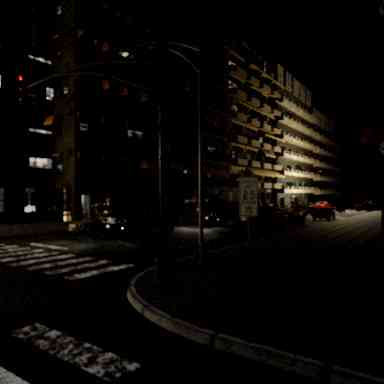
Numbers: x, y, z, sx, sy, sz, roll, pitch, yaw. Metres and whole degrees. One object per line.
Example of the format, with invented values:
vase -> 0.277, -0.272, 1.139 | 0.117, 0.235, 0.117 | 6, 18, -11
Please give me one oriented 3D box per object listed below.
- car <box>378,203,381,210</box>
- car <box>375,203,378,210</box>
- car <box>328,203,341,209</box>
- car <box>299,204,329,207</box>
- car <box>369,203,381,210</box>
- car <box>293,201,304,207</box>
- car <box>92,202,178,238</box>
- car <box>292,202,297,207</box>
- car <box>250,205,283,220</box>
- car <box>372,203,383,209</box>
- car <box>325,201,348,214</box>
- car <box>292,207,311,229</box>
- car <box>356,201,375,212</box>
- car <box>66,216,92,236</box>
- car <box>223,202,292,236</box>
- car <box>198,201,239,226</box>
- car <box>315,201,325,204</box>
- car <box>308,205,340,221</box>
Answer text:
car -> 36.812, 3.033, 68.172 | 1.947, 1.339, 4.313 | -2, -2, 35
car -> 33.569, 2.684, 63.535 | 2.192, 1.841, 5.009 | -2, -2, 35
car -> 33.171, 3.185, 77.543 | 1.887, 1.381, 4.507 | -2, -2, 35
car -> 15.325, 2.489, 41.815 | 1.895, 1.301, 4.718 | -1, -1, 35
car -> 40.052, 3.110, 72.818 | 1.887, 1.381, 4.507 | -2, -2, 35
car -> 16.967, 2.458, 54.324 | 2.192, 1.841, 5.009 | -2, -2, 35
car -> -3.145, 1.638, 20.936 | 2.150, 2.045, 5.566 | -1, -1, 35
car -> 13.632, 2.563, 49.533 | 1.752, 1.417, 4.829 | -2, -2, 35
car -> 8.489, 2.290, 37.588 | 1.837, 1.490, 4.892 | -1, -1, 35
car -> 43.297, 3.229, 77.459 | 1.947, 1.339, 4.313 | -2, -2, 35
car -> 22.956, 2.633, 52.756 | 1.837, 1.490, 4.892 | -1, -1, 35
car -> 7.651, 2.103, 26.367 | 1.887, 1.381, 4.507 | -2, -2, 35
car -> 30.328, 2.584, 58.889 | 2.192, 1.841, 5.009 | -2, -2, 35
car -> -5.809, 1.949, 21.662 | 1.752, 1.417, 4.829 | -2, -2, 35
car -> 4.408, 1.771, 21.730 | 2.192, 1.841, 5.009 | -2, -2, 35
car -> 2.762, 1.827, 29.406 | 2.150, 2.045, 5.566 | -1, -1, 34
car -> 23.451, 2.889, 63.608 | 1.887, 1.381, 4.507 | -2, -2, 35
car -> 14.131, 2.344, 35.656 | 1.802, 1.307, 4.206 | -2, -2, 35
